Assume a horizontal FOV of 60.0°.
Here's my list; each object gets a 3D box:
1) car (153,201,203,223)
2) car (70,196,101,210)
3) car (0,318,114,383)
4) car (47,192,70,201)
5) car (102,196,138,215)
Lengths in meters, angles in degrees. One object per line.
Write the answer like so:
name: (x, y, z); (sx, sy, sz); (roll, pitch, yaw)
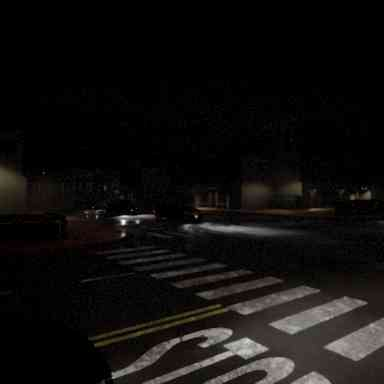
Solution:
car: (-1.162, 1.476, 25.522); (2.128, 1.511, 4.902); (0, 0, -37)
car: (-13.596, 1.532, 42.594); (2.033, 1.411, 5.357); (0, 0, -36)
car: (-2.842, 1.494, 1.739); (4.902, 1.511, 2.128); (0, 0, -35)
car: (-22.404, 0.824, 54.857); (2.150, 2.045, 5.566); (0, 0, -36)
car: (-7.182, 1.489, 33.770); (1.837, 1.490, 4.892); (0, 0, -36)
